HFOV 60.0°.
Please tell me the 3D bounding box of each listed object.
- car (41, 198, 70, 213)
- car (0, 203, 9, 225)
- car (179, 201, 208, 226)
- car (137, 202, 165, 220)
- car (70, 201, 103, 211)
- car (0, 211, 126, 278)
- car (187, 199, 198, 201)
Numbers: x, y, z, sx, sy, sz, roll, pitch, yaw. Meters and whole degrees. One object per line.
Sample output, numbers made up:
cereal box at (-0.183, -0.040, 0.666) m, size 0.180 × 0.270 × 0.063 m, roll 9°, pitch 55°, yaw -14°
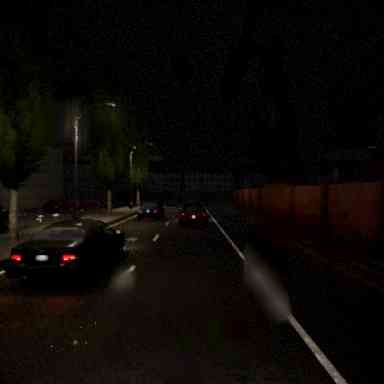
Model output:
car at (-15.000, 1.497, 37.160) m, size 1.882 × 1.535 × 5.008 m, roll 0°, pitch 0°, yaw 0°
car at (-11.596, 1.345, 17.463) m, size 2.097 × 1.767 × 4.553 m, roll 0°, pitch 0°, yaw 0°
car at (0.100, 1.554, 23.095) m, size 1.994 × 1.385 × 4.181 m, roll 0°, pitch 0°, yaw 0°
car at (-3.400, 1.536, 28.195) m, size 2.033 × 1.411 × 5.357 m, roll 0°, pitch 0°, yaw 0°
car at (-11.500, 1.628, 37.130) m, size 1.895 × 1.301 × 4.718 m, roll 0°, pitch 0°, yaw 0°
car at (-3.400, 1.543, 10.046) m, size 2.033 × 1.411 × 5.357 m, roll 0°, pitch 0°, yaw 0°
car at (0.100, 1.530, 40.565) m, size 2.033 × 1.411 × 5.357 m, roll 0°, pitch 0°, yaw 0°
